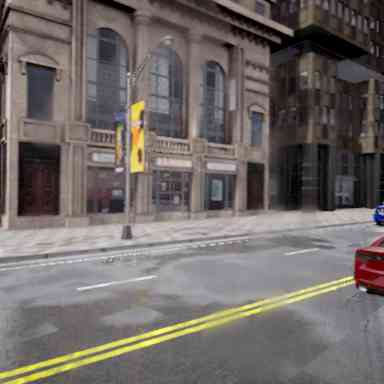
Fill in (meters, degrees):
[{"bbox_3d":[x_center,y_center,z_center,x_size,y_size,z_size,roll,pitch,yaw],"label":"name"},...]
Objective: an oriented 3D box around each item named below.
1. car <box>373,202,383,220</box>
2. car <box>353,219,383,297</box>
[{"bbox_3d":[14.157,1.199,21.767,5.566,2.045,2.150,0,0,-35],"label":"car"},{"bbox_3d":[5.631,1.471,7.460,5.008,1.535,1.882,0,0,-36],"label":"car"}]
